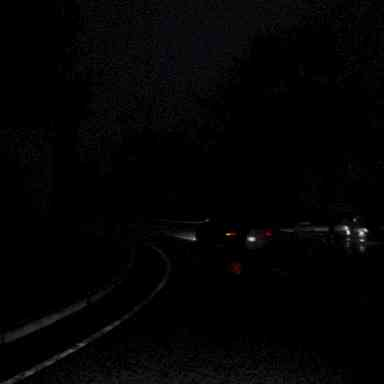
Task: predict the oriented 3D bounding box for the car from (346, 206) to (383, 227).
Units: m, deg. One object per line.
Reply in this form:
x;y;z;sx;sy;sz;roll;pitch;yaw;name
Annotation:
13.821;1.803;25.475;4.902;1.511;2.128;1;0;-33;car

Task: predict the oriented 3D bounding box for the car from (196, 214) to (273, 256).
1.556;1.581;13.401;1.994;1.385;4.181;2;0;-14;car
